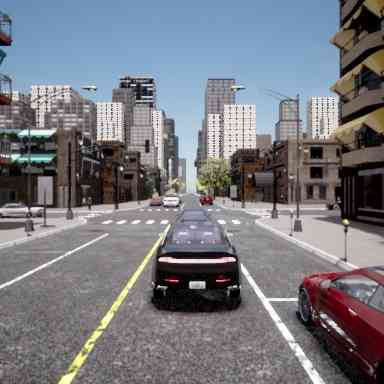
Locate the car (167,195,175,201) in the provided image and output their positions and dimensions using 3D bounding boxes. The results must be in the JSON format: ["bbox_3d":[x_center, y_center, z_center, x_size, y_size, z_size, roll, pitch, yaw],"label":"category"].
[{"bbox_3d":[-5.727,1.633,91.934,1.752,1.417,4.829,0,0,0],"label":"car"}]

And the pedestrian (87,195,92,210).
[{"bbox_3d":[-12.528,1.308,40.686,0.375,1.860,0.375,0,0,0],"label":"pedestrian"}]

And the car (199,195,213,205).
[{"bbox_3d":[2.668,1.361,58.956,2.192,1.841,5.009,0,0,0],"label":"car"}]

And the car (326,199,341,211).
[{"bbox_3d":[17.473,1.375,37.761,4.313,1.339,1.947,-1,1,0],"label":"car"}]

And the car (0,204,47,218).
[{"bbox_3d":[-16.577,1.789,31.945,4.718,1.301,1.895,-1,0,0],"label":"car"}]

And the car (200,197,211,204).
[{"bbox_3d":[2.665,1.620,64.482,1.947,1.339,4.313,0,0,0],"label":"car"}]

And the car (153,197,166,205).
[{"bbox_3d":[-5.713,1.612,58.952,1.947,1.339,4.313,0,0,0],"label":"car"}]

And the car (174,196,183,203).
[{"bbox_3d":[-3.031,1.613,75.834,2.033,1.411,5.357,0,0,0],"label":"car"}]

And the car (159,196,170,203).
[{"bbox_3d":[-5.717,1.588,69.833,1.752,1.417,4.829,0,0,0],"label":"car"}]

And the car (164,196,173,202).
[{"bbox_3d":[-5.722,1.665,81.054,1.802,1.307,4.206,0,0,0],"label":"car"}]

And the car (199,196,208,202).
[{"bbox_3d":[2.660,1.639,75.533,1.947,1.339,4.313,0,0,0],"label":"car"}]

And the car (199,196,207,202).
[{"bbox_3d":[2.658,1.634,81.058,2.008,1.369,4.403,0,0,0],"label":"car"}]

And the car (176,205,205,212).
[{"bbox_3d":[0.094,1.570,17.377,1.994,1.385,4.181,0,0,0],"label":"car"}]

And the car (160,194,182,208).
[{"bbox_3d":[-3.106,1.256,50.490,2.150,2.045,5.566,0,0,0],"label":"car"}]

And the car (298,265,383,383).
[{"bbox_3d":[2.690,1.583,4.204,1.802,1.307,4.206,0,0,0],"label":"car"}]

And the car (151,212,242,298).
[{"bbox_3d":[0.097,1.494,8.515,2.128,1.511,4.902,0,0,0],"label":"car"}]

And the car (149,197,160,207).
[{"bbox_3d":[-5.799,1.582,53.431,1.887,1.381,4.507,0,0,0],"label":"car"}]

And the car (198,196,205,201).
[{"bbox_3d":[2.653,1.690,92.107,1.802,1.307,4.206,0,0,0],"label":"car"}]
